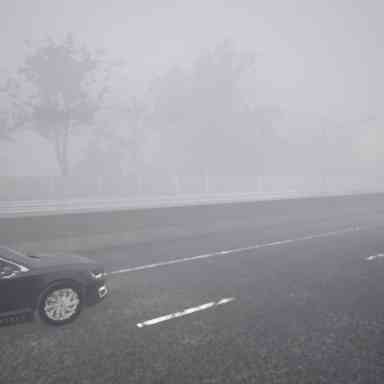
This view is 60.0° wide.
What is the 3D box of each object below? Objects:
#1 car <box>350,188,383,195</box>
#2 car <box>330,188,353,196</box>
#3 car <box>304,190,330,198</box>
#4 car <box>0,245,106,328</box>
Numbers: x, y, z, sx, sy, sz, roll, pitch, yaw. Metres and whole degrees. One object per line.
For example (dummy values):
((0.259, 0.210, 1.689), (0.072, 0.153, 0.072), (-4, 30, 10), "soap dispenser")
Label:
((18.961, 0.496, 34.674), (4.718, 1.301, 1.895), (-2, 1, -35), "car")
((18.557, 0.338, 38.676), (4.892, 1.490, 1.837), (-2, 1, -35), "car")
((15.727, 0.428, 40.957), (4.181, 1.385, 1.994), (-2, 1, -35), "car")
((-3.856, 1.510, 5.294), (4.892, 1.490, 1.837), (-2, 1, -35), "car")
